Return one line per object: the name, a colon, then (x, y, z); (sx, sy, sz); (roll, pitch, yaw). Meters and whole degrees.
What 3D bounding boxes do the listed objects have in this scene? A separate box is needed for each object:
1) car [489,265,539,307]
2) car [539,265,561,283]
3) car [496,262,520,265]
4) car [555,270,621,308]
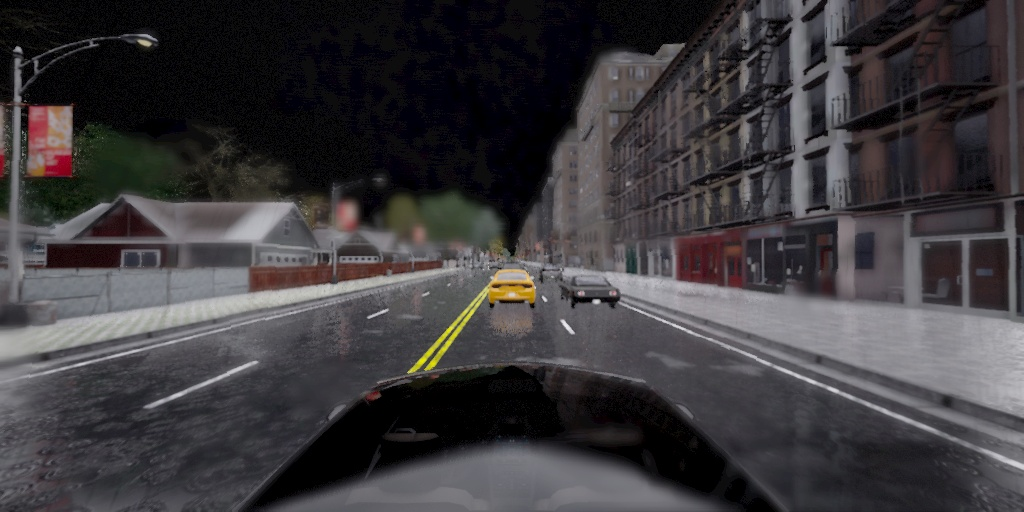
car: (0.002, 1.362, 16.330); (1.882, 1.535, 5.008); (0, 0, 0)
car: (3.247, 1.508, 31.146); (2.128, 1.511, 4.902); (0, 0, 0)
car: (-0.005, 1.364, 30.929); (2.097, 1.767, 4.553); (0, -1, 0)
car: (3.248, 1.481, 15.964); (1.895, 1.301, 4.718); (0, 0, 0)
